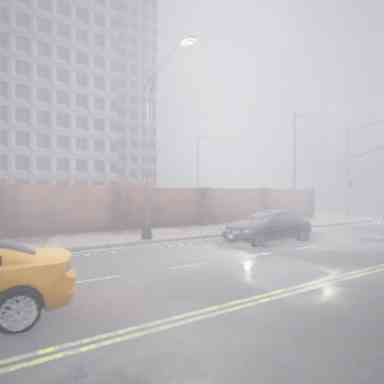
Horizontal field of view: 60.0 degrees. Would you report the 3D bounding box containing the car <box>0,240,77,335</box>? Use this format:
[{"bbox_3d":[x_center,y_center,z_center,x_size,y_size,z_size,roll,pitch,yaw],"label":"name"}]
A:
[{"bbox_3d":[-4.422,1.470,5.140,5.008,1.535,1.882,0,0,-35],"label":"car"}]

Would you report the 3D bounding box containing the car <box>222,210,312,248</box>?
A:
[{"bbox_3d":[3.497,1.554,14.982,4.674,1.442,1.812,0,0,-35],"label":"car"}]
